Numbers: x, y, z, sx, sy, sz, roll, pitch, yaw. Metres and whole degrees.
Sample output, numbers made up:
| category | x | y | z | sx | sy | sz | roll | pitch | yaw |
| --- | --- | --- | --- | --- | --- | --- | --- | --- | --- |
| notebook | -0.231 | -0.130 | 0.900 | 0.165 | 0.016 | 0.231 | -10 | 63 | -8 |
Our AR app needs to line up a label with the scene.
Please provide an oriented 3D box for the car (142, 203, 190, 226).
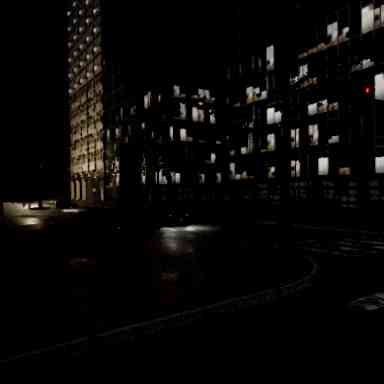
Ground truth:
| category | x | y | z | sx | sy | sz | roll | pitch | yaw |
| --- | --- | --- | --- | --- | --- | --- | --- | --- | --- |
| car | -2.022 | 1.521 | 23.665 | 1.812 | 1.442 | 4.674 | -1 | 1 | -35 |

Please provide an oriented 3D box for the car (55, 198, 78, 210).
| category | x | y | z | sx | sy | sz | roll | pitch | yaw |
| --- | --- | --- | --- | --- | --- | --- | --- | --- | --- |
| car | -17.061 | 1.575 | 45.058 | 2.033 | 1.411 | 5.357 | -1 | 1 | -35 |
